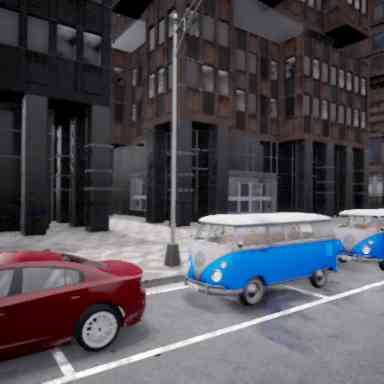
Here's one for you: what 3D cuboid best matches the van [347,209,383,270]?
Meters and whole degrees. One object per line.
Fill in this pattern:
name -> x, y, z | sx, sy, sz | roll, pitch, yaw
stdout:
van -> 6.332, 1.470, 11.146 | 3.998, 1.788, 1.690 | 1, 0, -35

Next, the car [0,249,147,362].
car -> -2.827, 1.548, 4.631 | 4.507, 1.381, 1.887 | 1, 0, -35

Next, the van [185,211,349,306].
van -> 1.753, 1.407, 7.888 | 3.998, 1.788, 1.690 | 1, 0, -35
